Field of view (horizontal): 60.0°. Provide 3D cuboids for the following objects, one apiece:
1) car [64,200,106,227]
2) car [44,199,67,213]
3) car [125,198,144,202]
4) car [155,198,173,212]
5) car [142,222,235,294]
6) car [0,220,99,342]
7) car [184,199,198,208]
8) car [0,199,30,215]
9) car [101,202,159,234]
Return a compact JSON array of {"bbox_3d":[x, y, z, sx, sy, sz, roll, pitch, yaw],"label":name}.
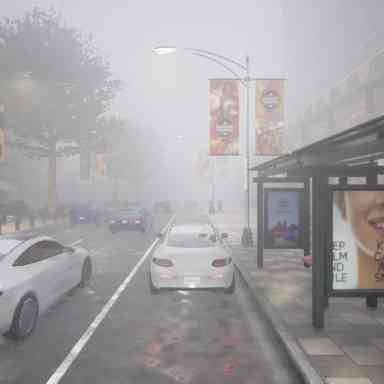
[{"bbox_3d":[-6.826,1.478,23.079,1.882,1.535,5.008,0,0,0],"label":"car"},{"bbox_3d":[-14.940,1.548,37.991,2.033,1.411,5.357,0,0,0],"label":"car"},{"bbox_3d":[-6.819,1.477,39.405,1.882,1.535,5.008,0,0,0],"label":"car"},{"bbox_3d":[-3.326,1.506,38.023,1.837,1.490,4.892,0,0,0],"label":"car"},{"bbox_3d":[0.003,1.525,8.650,1.812,1.442,4.674,0,0,0],"label":"car"},{"bbox_3d":[-3.397,1.526,6.354,1.812,1.442,4.674,0,0,0],"label":"car"},{"bbox_3d":[-0.146,1.595,47.903,1.895,1.301,4.718,0,0,0],"label":"car"},{"bbox_3d":[-18.467,1.507,34.222,1.837,1.490,4.892,0,0,0],"label":"car"},{"bbox_3d":[-3.355,1.548,19.217,2.033,1.411,5.357,0,0,0],"label":"car"}]
